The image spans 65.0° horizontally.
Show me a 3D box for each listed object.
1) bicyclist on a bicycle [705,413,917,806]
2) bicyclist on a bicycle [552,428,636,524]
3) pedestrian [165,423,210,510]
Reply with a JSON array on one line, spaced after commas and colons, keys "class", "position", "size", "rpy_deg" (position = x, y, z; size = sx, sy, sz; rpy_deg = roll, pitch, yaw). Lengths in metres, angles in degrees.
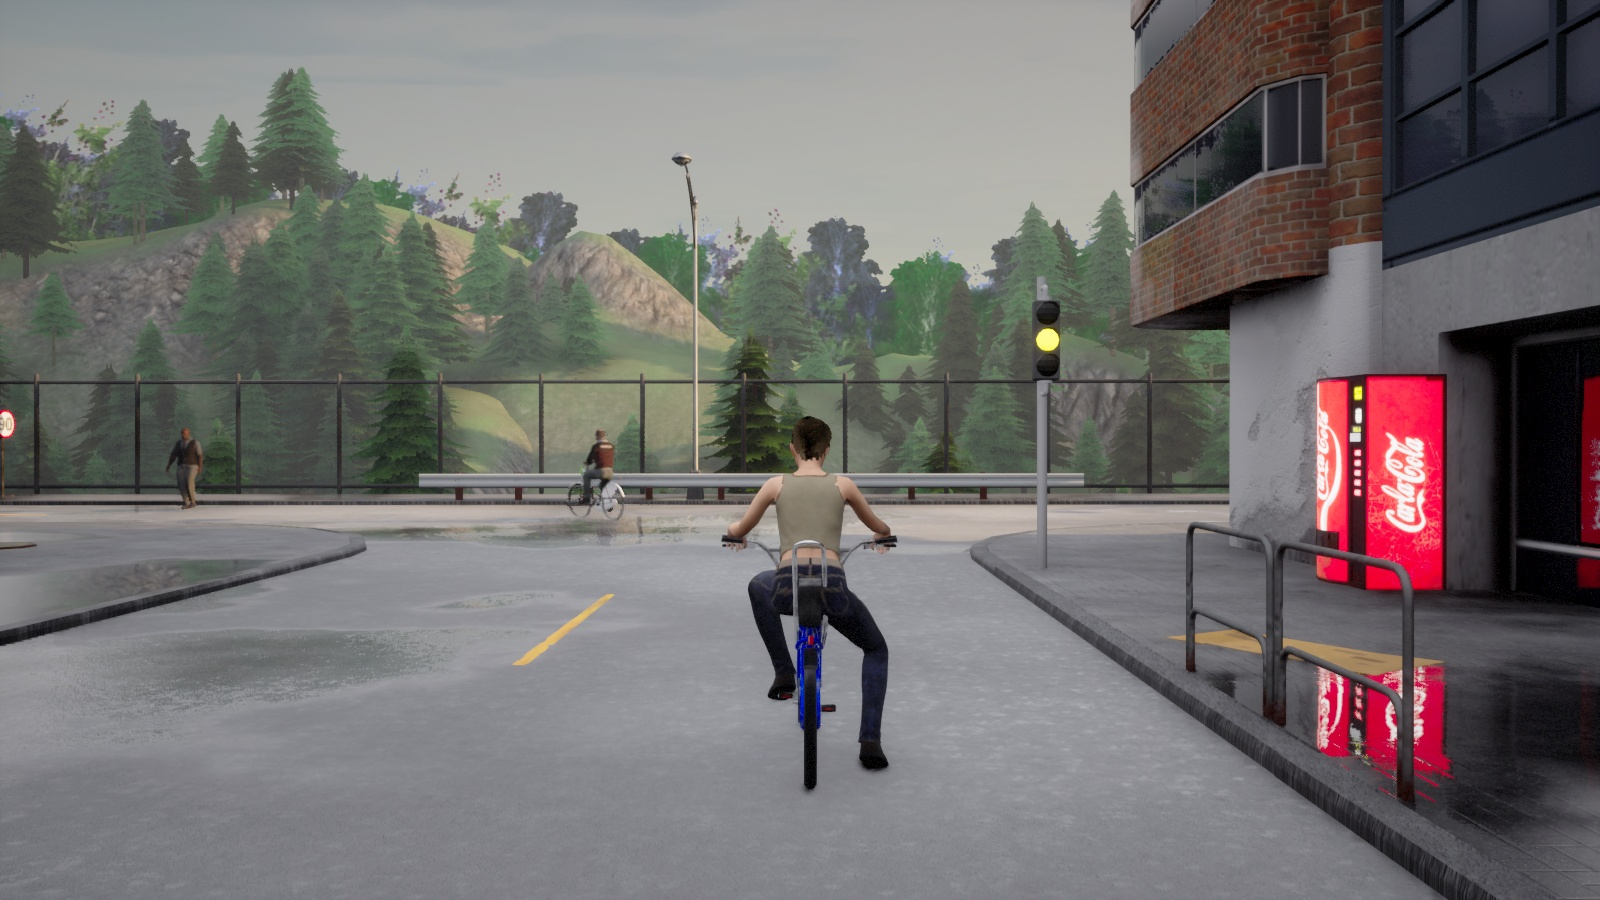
[{"class": "bicyclist on a bicycle", "position": [0.045, 0.650, 5.896], "size": [0.866, 1.612, 1.509], "rpy_deg": [0, 0, 0]}, {"class": "bicyclist on a bicycle", "position": [-3.997, 0.477, 24.286], "size": [0.659, 1.776, 1.843], "rpy_deg": [-2, 2, -43]}, {"class": "pedestrian", "position": [-13.445, 0.358, 27.580], "size": [0.563, 1.883, 0.849], "rpy_deg": [0, 0, 1]}]
